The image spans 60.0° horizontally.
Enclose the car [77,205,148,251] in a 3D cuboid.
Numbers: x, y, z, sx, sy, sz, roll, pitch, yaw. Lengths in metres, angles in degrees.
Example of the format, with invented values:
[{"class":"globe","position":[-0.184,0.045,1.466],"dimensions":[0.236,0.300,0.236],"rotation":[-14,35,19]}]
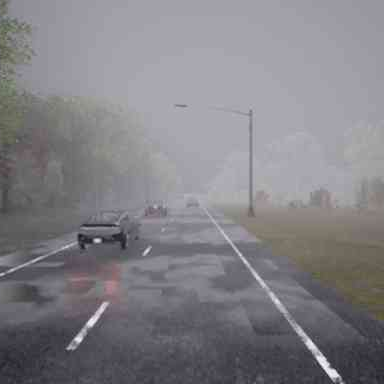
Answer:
[{"class":"car","position":[-3.397,1.543,14.380],"dimensions":[2.128,1.511,4.902],"rotation":[0,0,0]}]

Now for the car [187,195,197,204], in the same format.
[{"class":"car","position":[0.028,1.621,72.988],"dimensions":[2.097,1.767,4.553],"rotation":[0,0,0]}]

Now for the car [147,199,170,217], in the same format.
[{"class":"car","position":[-3.388,1.470,33.020],"dimensions":[2.097,1.767,4.553],"rotation":[0,0,0]}]

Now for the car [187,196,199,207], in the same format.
[{"class":"car","position":[0.120,1.761,54.714],"dimensions":[1.994,1.385,4.181],"rotation":[0,0,0]}]
